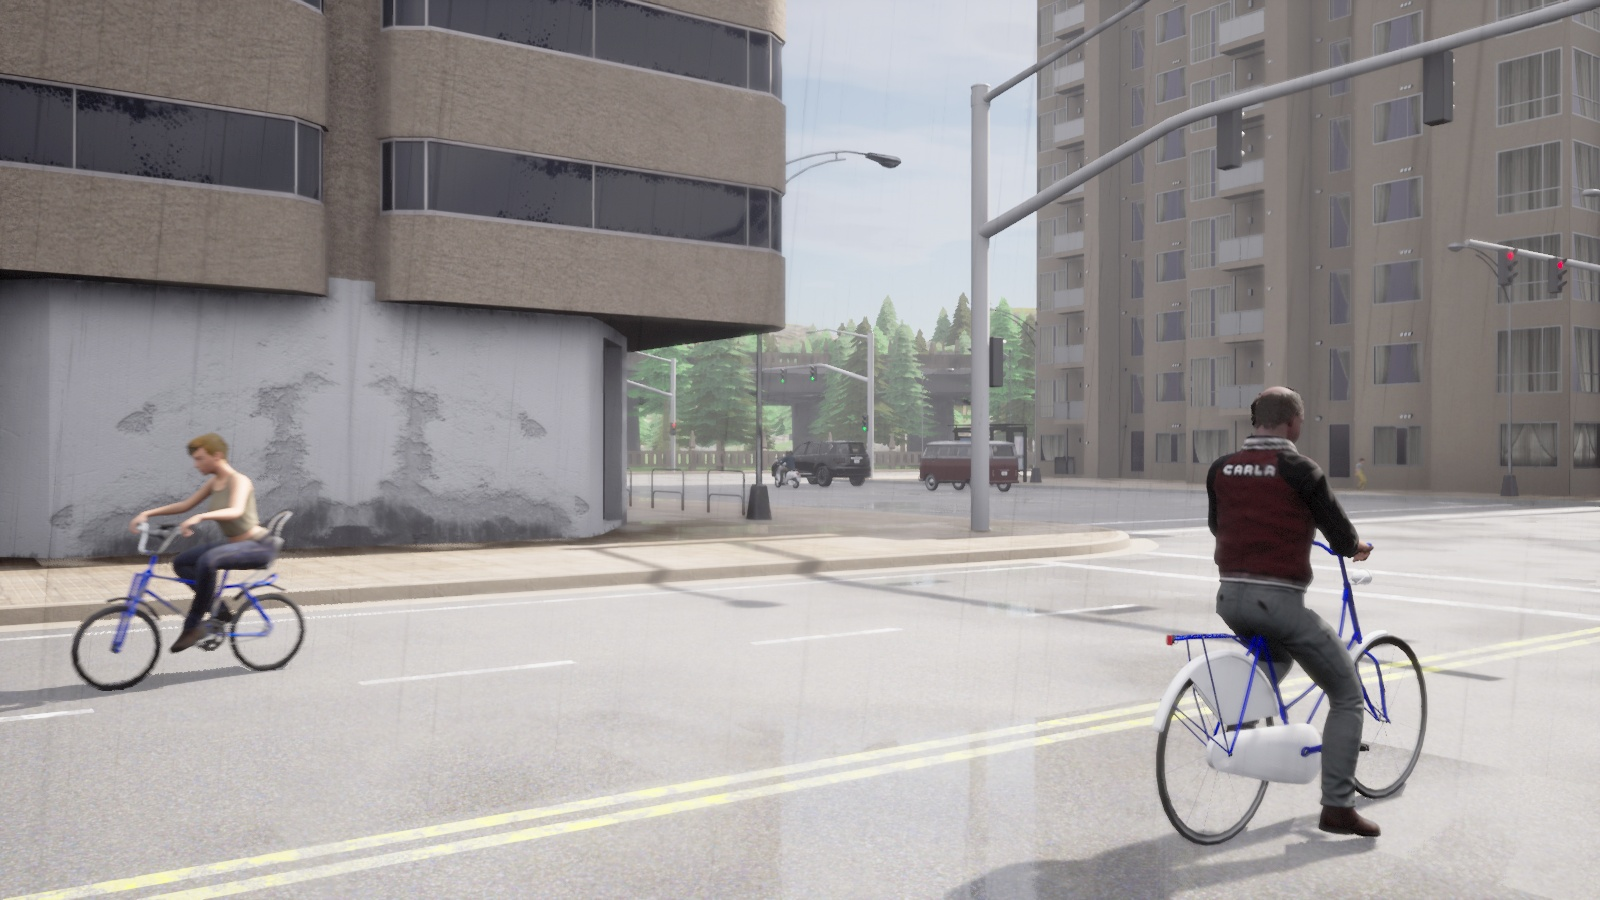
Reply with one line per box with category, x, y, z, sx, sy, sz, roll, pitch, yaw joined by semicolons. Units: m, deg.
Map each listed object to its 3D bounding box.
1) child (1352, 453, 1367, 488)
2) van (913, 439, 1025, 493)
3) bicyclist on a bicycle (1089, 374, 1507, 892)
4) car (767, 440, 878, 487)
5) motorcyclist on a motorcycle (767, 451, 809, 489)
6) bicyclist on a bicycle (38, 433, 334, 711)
child;20.357;0.746;45.699;0.270;1.263;0.437;0;0;-34
van;6.528;0.599;49.071;1.775;1.987;4.442;0;0;-35
bicyclist on a bicycle;2.064;0.623;5.099;1.843;1.776;0.659;0;0;-35
car;0.952;0.597;56.902;2.150;2.045;5.566;0;0;-35
motorcyclist on a motorcycle;-0.524;0.825;52.943;0.866;1.590;1.817;0;0;-35
bicyclist on a bicycle;-3.952;0.709;8.146;0.866;1.612;1.509;0;0;42
